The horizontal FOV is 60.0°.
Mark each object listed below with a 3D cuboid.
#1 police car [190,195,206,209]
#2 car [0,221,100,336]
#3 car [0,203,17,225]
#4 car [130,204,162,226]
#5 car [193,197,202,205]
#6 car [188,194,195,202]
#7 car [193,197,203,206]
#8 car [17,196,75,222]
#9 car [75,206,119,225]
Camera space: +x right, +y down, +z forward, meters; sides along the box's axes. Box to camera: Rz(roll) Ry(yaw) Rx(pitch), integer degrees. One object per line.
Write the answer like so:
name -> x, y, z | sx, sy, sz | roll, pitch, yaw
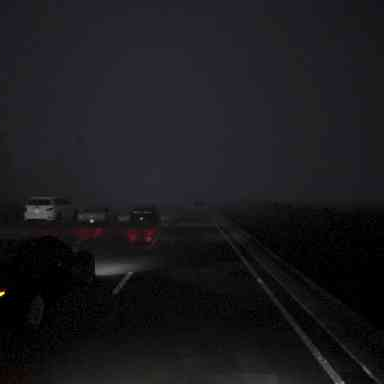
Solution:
police car -> 1.068, 1.672, 51.122 | 1.930, 1.638, 5.238 | 0, 0, 0
car -> -3.397, 1.558, 6.609 | 1.812, 1.442, 4.674 | 0, 0, 0
car -> -13.891, 1.615, 25.365 | 2.128, 1.511, 4.902 | 0, 0, 0
car -> -3.390, 1.612, 24.828 | 2.128, 1.511, 4.902 | 0, 0, 0
car -> 1.074, 1.829, 67.011 | 1.837, 1.490, 4.892 | 0, 0, 0
car -> 0.031, 1.549, 86.646 | 2.150, 2.045, 5.566 | 0, 0, 0
car -> 1.072, 1.751, 61.202 | 1.801, 1.575, 5.366 | 0, 0, 0
car -> -10.392, 1.343, 24.954 | 2.150, 2.045, 5.566 | 0, 0, 0
car -> -6.890, 1.723, 25.096 | 1.895, 1.301, 4.718 | 0, 0, 0
